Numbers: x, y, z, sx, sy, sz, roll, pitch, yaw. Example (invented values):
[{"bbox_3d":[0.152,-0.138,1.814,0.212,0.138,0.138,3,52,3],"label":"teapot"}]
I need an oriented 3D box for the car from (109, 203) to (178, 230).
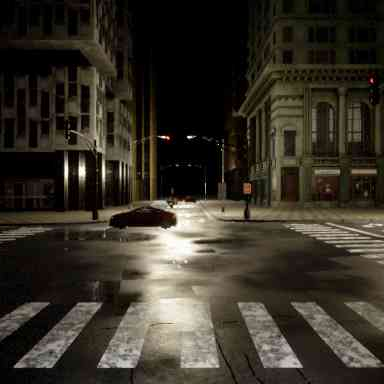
[{"bbox_3d":[-2.949,1.563,20.531,4.181,1.385,1.994,0,0,0],"label":"car"}]

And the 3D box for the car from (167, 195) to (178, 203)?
[{"bbox_3d":[-3.291,1.458,43.506,2.128,1.511,4.902,0,0,0],"label":"car"}]

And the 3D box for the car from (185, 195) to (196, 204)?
[{"bbox_3d":[-0.256,1.451,63.866,1.812,1.442,4.674,0,0,0],"label":"car"}]

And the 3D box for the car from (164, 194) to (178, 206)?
[{"bbox_3d":[-3.361,1.299,53.799,2.097,1.767,4.553,0,0,0],"label":"car"}]

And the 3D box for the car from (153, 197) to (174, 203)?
[{"bbox_3d":[-3.214,1.528,33.590,2.033,1.411,5.357,0,0,0],"label":"car"}]

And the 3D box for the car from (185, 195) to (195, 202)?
[{"bbox_3d":[-0.423,1.453,73.678,1.994,1.385,4.181,0,0,0],"label":"car"}]
